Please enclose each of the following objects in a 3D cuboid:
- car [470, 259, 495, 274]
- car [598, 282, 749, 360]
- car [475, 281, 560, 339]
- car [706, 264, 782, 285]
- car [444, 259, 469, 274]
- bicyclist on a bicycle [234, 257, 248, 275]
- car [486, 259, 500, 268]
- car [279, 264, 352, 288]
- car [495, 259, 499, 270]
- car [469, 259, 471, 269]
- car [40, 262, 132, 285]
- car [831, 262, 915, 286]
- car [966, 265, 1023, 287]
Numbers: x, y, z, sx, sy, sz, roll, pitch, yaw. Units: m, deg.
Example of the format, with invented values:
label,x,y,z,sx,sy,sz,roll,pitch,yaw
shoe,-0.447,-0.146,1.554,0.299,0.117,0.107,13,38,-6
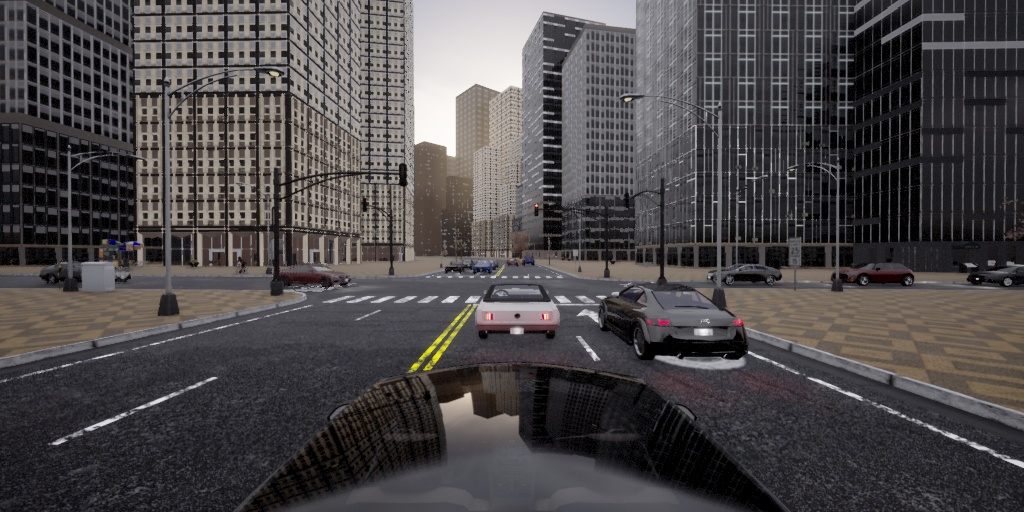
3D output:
label,x,y,z,sx,sy,sz,roll,pitch,yaw
car,-3.252,1.199,40.669,1.882,1.535,5.008,0,0,0
car,3.372,1.312,8.334,1.994,1.385,4.181,0,0,0
car,0.120,1.348,10.054,1.895,1.301,4.718,0,0,0
car,16.877,1.302,26.168,4.902,1.511,2.128,0,0,1
car,-6.502,1.321,41.345,1.895,1.301,4.718,0,0,0
bicyclist on a bicycle,-24.630,0.872,32.559,0.582,1.620,1.656,0,1,2
car,-3.204,1.231,60.391,2.033,1.411,5.357,0,0,0
car,-12.663,1.231,22.911,4.674,1.442,1.812,0,0,10
car,-3.227,1.231,50.012,1.812,1.442,4.674,0,0,0
car,-6.473,1.206,51.696,1.837,1.490,4.892,0,0,0
car,-28.311,1.119,23.926,4.902,1.511,2.128,0,0,2
car,25.959,1.204,25.951,4.553,1.767,2.097,0,0,1
car,35.860,1.402,25.714,4.892,1.490,1.837,0,0,1
